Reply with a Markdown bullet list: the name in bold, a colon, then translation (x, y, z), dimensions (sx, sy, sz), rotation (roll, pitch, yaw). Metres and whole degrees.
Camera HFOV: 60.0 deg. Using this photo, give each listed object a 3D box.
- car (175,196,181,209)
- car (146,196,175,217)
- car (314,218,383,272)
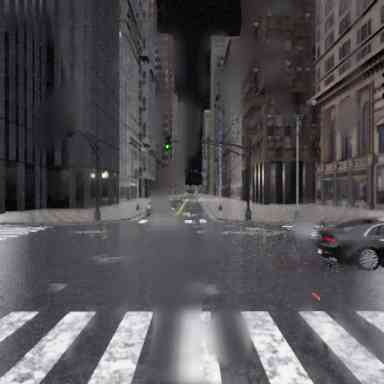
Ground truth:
- **car**: translation (-3.029, 1.516, 46.306), dimensions (2.033, 1.411, 5.357), rotation (0, 0, 0)
- **car**: translation (-3.027, 1.329, 31.401), dimensions (2.097, 1.767, 4.553), rotation (0, 0, 0)
- **car**: translation (6.327, 1.568, 10.193), dimensions (4.892, 1.490, 1.837), rotation (0, 0, 0)
